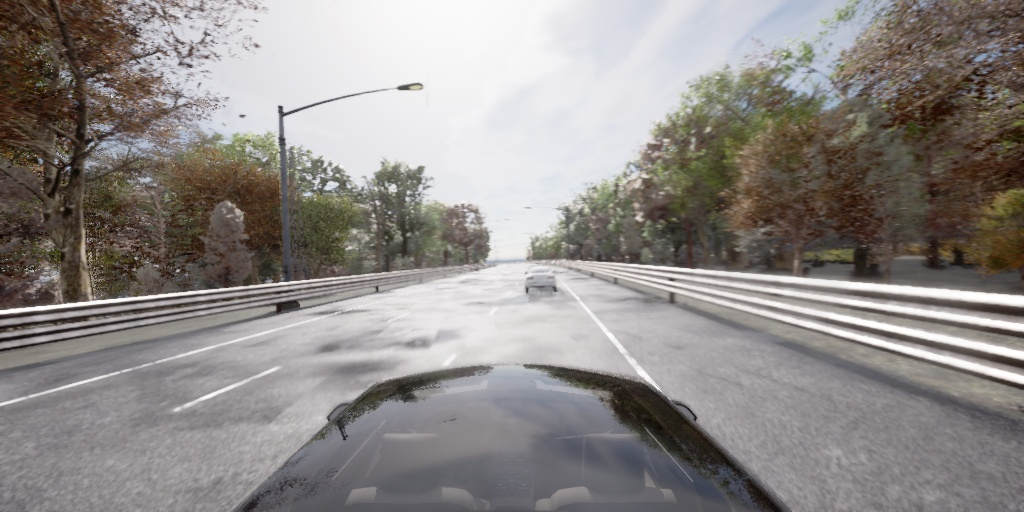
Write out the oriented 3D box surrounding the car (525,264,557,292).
[{"bbox_3d":[1.761,1.349,21.934,1.812,1.442,4.674,-3,-1,4],"label":"car"}]
